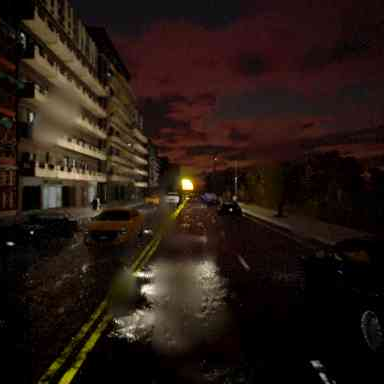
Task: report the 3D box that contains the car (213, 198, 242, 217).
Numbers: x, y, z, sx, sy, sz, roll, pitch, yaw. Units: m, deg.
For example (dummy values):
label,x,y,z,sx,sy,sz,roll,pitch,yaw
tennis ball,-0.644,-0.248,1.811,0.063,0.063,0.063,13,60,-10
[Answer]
label,x,y,z,sx,sy,sz,roll,pitch,yaw
car,3.345,1.516,30.574,1.994,1.385,4.181,0,0,0

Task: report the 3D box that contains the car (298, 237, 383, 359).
label,x,y,z,sx,sy,sz,roll,pitch,yaw
car,3.349,1.516,5.826,1.812,1.442,4.674,0,0,0

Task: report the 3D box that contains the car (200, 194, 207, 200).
label,x,y,z,sx,sy,sz,roll,pitch,yaw
car,3.238,1.412,93.714,1.812,1.442,4.674,0,0,0

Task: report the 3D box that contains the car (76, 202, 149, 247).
label,x,y,z,sx,sy,sz,roll,pitch,yaw
car,-3.352,1.454,15.086,1.882,1.535,5.008,0,0,0

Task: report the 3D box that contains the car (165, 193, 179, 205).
label,x,y,z,sx,sy,sz,roll,pitch,yaw
car,-3.311,1.141,55.614,2.150,2.045,5.566,0,0,1

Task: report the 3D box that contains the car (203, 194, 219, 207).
label,x,y,z,sx,sy,sz,roll,pitch,yaw
car,3.244,1.432,49.742,2.163,1.488,4.792,0,0,0

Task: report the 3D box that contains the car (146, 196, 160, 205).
label,x,y,z,sx,sy,sz,roll,pitch,yaw
car,-6.560,1.399,55.649,1.882,1.535,5.008,0,0,1

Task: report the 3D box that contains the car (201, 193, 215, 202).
label,x,y,z,sx,sy,sz,roll,pitch,yaw
car,3.243,1.137,60.742,2.150,2.045,5.566,0,0,0

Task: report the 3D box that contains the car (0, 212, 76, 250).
label,x,y,z,sx,sy,sz,roll,pitch,yaw
car,-6.603,1.578,14.338,1.895,1.301,4.718,0,0,0
